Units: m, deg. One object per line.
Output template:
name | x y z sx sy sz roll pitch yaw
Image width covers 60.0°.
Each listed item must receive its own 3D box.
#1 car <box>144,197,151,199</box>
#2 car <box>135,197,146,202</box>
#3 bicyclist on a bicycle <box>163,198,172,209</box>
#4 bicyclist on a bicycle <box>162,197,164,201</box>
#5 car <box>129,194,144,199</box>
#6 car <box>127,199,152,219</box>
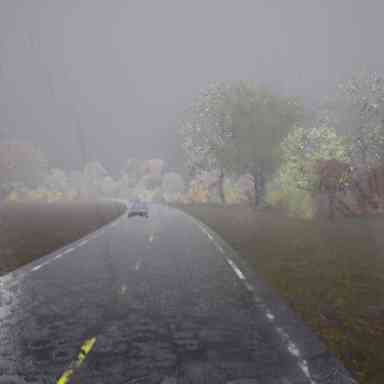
car | -10.182 1.878 75.112 1.895 1.301 4.718 0 0 -16
car | -13.441 1.854 86.334 1.895 1.301 4.718 0 0 -19
bicyclist on a bicycle | -3.244 1.622 47.405 0.866 1.612 1.509 0 1 -10
bicyclist on a bicycle | -4.726 1.668 55.479 0.582 1.620 1.656 0 -1 -12
car | -12.299 1.447 71.418 2.150 2.045 5.566 0 0 -15
car | -4.898 1.678 30.930 2.033 1.411 5.357 0 0 -6
